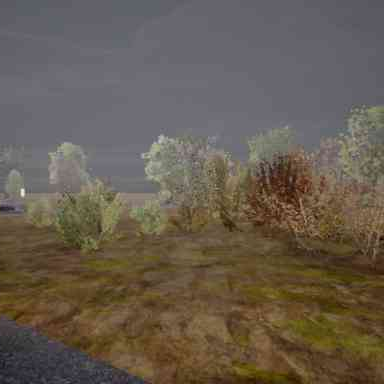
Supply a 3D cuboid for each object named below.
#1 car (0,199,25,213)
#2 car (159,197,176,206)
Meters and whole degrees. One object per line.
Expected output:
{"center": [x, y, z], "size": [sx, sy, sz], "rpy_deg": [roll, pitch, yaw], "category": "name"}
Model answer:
{"center": [-20.481, 1.505, 35.524], "size": [2.128, 1.511, 4.902], "rpy_deg": [0, 0, 37], "category": "car"}
{"center": [-4.431, 1.522, 56.221], "size": [2.128, 1.511, 4.902], "rpy_deg": [0, 0, 40], "category": "car"}
